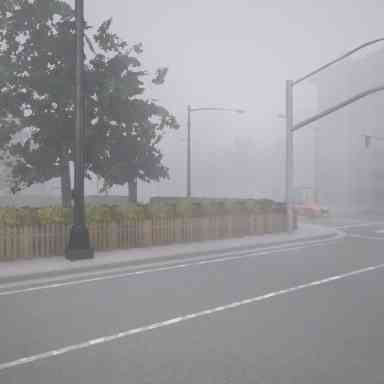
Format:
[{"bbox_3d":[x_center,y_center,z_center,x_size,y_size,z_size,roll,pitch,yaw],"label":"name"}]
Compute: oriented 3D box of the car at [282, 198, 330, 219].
[{"bbox_3d":[9.849,1.352,29.547,2.097,1.767,4.553,0,0,-35],"label":"car"}]
